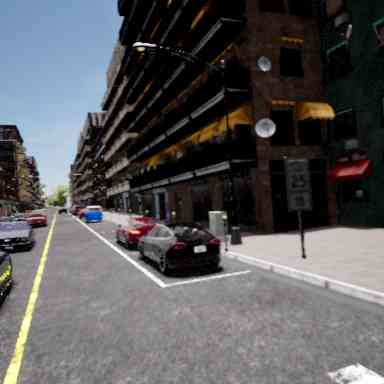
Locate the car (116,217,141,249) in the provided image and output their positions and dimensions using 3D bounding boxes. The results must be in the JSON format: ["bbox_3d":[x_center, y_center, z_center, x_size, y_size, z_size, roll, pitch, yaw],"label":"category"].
[{"bbox_3d":[-2.616,1.886,16.201,1.802,1.307,4.206,-3,-1,-22],"label":"car"}]

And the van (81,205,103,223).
[{"bbox_3d":[-10.917,2.445,36.876,1.690,1.788,3.998,-3,-1,-22],"label":"van"}]

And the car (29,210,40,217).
[{"bbox_3d":[-33.179,4.565,69.953,1.802,1.307,4.206,-3,-1,-22],"label":"car"}]

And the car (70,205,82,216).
[{"bbox_3d":[-21.276,3.418,62.714,2.192,1.841,5.009,-3,-1,-22],"label":"car"}]

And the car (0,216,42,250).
[{"bbox_3d":[-9.682,2.347,18.259,2.033,1.411,5.357,-4,-1,-22],"label":"car"}]

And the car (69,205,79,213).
[{"bbox_3d":[-29.563,4.219,83.386,2.192,1.841,5.009,-3,-1,-22],"label":"car"}]

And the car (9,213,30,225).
[{"bbox_3d":[-22.822,3.549,44.115,1.947,1.339,4.313,-3,-1,-22],"label":"car"}]

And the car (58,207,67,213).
[{"bbox_3d":[-33.801,4.665,86.721,2.128,1.511,4.902,-4,-1,-22],"label":"car"}]

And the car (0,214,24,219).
[{"bbox_3d":[-18.678,3.150,33.780,1.947,1.339,4.313,-3,-1,-22],"label":"car"}]

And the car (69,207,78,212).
[{"bbox_3d":[-31.623,4.649,88.549,1.887,1.381,4.507,-3,-1,-22],"label":"car"}]

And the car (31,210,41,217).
[{"bbox_3d":[-35.251,4.766,75.121,1.802,1.307,4.206,-3,-1,-22],"label":"car"}]

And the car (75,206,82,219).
[{"bbox_3d":[-15.048,3.047,47.207,1.887,1.381,4.507,-3,-1,-22],"label":"car"}]

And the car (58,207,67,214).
[{"bbox_3d":[-30.026,4.345,77.312,1.837,1.490,4.892,-4,-1,-22],"label":"car"}]

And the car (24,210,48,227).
[{"bbox_3d":[-16.440,2.929,35.246,1.882,1.535,5.008,-4,-1,-21],"label":"car"}]

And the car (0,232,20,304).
[{"bbox_3d":[-5.490,1.960,7.798,1.994,1.385,4.181,-4,-1,-22],"label":"car"}]

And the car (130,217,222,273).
[{"bbox_3d":[-0.545,1.671,11.033,1.947,1.339,4.313,-3,-1,-22],"label":"car"}]

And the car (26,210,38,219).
[{"bbox_3d":[-31.110,4.328,64.786,1.887,1.381,4.507,-3,-1,-22],"label":"car"}]

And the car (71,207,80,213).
[{"bbox_3d":[-27.543,4.235,78.371,1.752,1.417,4.829,-3,-1,-22],"label":"car"}]
